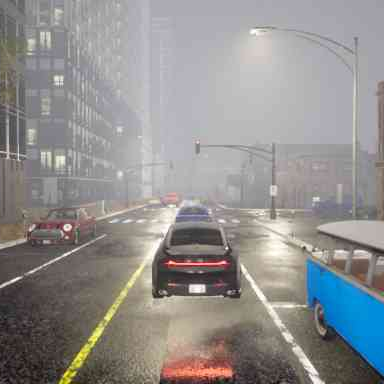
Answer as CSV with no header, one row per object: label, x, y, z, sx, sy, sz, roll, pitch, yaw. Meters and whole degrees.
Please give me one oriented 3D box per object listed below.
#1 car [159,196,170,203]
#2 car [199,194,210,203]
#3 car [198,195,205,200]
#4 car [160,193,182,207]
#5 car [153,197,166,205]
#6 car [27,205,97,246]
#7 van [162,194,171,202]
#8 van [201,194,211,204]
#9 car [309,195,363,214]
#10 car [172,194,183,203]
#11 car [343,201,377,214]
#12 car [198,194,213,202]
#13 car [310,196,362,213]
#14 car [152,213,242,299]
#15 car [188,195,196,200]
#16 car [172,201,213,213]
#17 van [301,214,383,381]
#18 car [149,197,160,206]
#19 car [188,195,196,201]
car,-5.733,1.549,69.918,1.947,1.339,4.313,-1,0,0
car,2.610,1.298,69.871,2.192,1.841,5.009,-1,0,0
car,2.593,1.531,92.447,2.008,1.369,4.403,-1,0,0
car,-3.150,1.208,50.878,2.150,2.045,5.566,0,0,0
car,-5.723,1.551,58.629,1.947,1.339,4.313,-1,0,0
car,-5.718,1.436,15.038,1.967,1.590,4.097,-1,0,0
van,-5.742,1.324,75.562,1.690,1.788,3.998,-1,0,0
van,2.615,1.325,64.227,1.690,1.788,3.998,-1,0,0
car,15.516,1.349,35.721,5.566,2.045,2.150,1,1,1
car,-3.064,1.338,70.565,2.097,1.767,4.553,0,0,0
car,16.389,1.793,29.930,4.313,1.339,1.947,1,0,1
car,2.622,1.425,58.583,1.967,1.590,4.097,-1,0,0
car,16.490,1.411,38.307,5.009,1.841,2.192,1,0,1
car,0.090,1.502,8.445,1.837,1.490,4.892,0,0,0
car,-0.083,1.441,89.923,2.033,1.411,5.357,0,0,0
car,0.074,1.472,17.933,1.882,1.535,5.008,0,0,0
van,2.670,1.340,3.962,1.690,1.788,3.998,-1,0,0
car,-5.889,1.512,52.816,1.752,1.417,4.829,-1,0,0
car,-0.074,1.481,79.510,1.837,1.490,4.892,0,0,0
